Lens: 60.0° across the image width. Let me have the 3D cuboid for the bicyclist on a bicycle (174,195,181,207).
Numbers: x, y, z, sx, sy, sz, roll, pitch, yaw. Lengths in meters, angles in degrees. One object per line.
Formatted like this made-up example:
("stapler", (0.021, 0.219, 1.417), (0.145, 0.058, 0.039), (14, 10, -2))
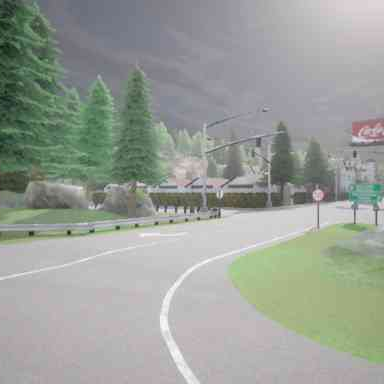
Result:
("bicyclist on a bicycle", (-2.036, 1.296, 47.173), (0.582, 1.620, 1.656), (0, 0, 36))

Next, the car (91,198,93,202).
("car", (-22.288, 1.529, 68.978), (1.994, 1.385, 4.181), (0, 0, 28))

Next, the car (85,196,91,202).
("car", (-19.922, 1.249, 55.232), (5.566, 2.045, 2.150), (0, 0, 36))
